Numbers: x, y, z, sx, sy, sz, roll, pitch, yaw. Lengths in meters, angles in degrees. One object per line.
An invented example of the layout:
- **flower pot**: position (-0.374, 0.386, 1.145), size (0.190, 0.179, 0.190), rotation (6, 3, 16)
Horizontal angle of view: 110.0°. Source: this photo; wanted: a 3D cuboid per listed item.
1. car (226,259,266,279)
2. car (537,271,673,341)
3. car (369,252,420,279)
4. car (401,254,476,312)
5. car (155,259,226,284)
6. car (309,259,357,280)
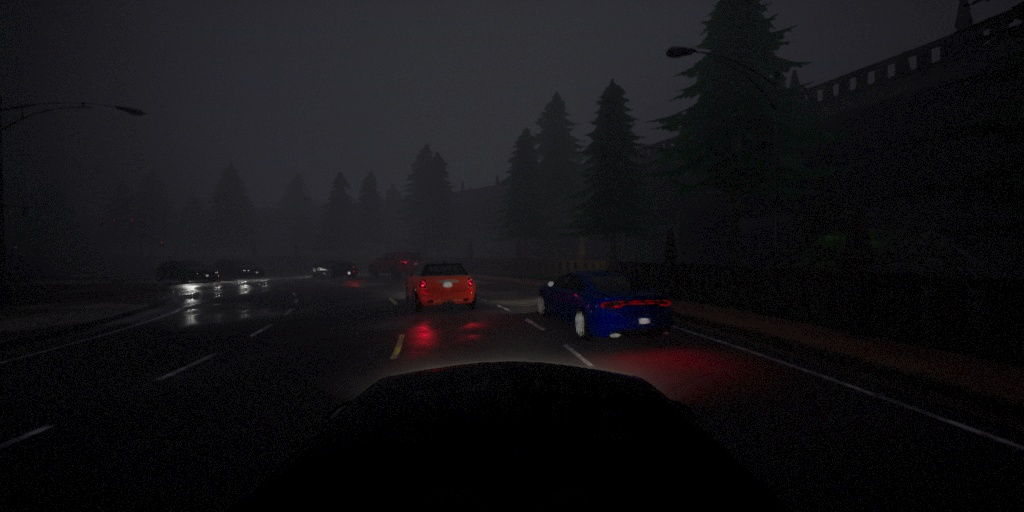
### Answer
- **car**: position (-21.334, 0.979, 27.790), size (4.892, 1.490, 1.837), rotation (0, 0, 23)
- **car**: position (2.153, 1.128, 9.690), size (1.882, 1.535, 5.008), rotation (0, 1, -12)
- **car**: position (-9.199, 0.667, 28.464), size (5.566, 2.045, 2.150), rotation (0, 1, 42)
- **car**: position (-2.915, 0.961, 13.904), size (2.097, 1.767, 4.553), rotation (-1, 1, -21)
- **car**: position (-22.075, 1.022, 24.334), size (4.892, 1.490, 1.837), rotation (0, 0, 24)
- **car**: position (-13.805, 0.969, 27.603), size (4.892, 1.490, 1.837), rotation (0, 0, 37)
